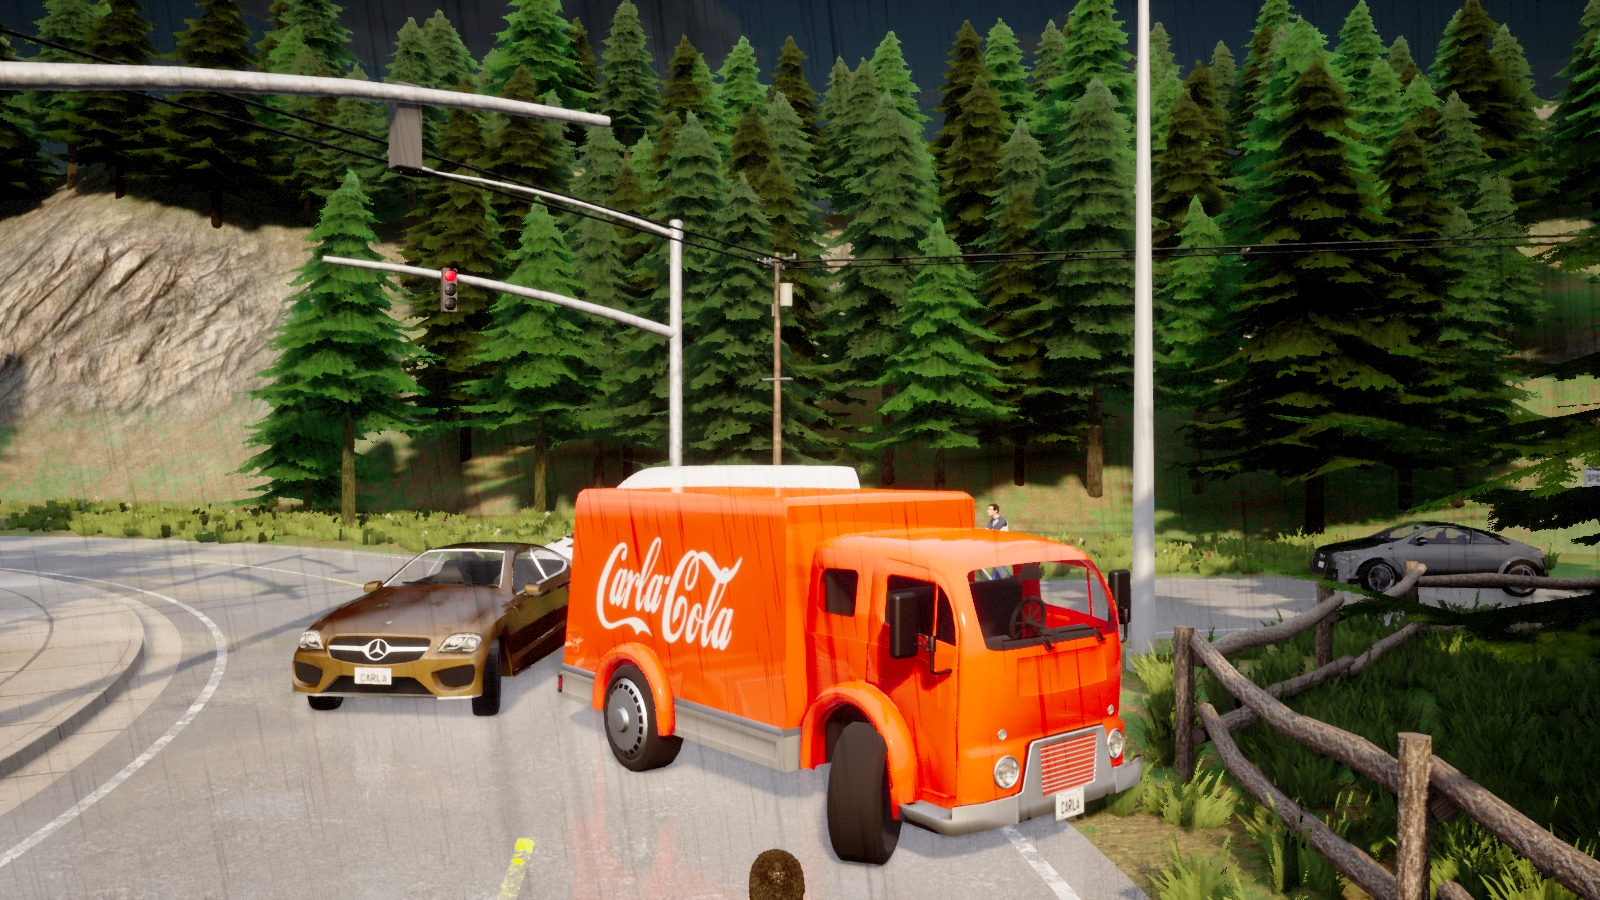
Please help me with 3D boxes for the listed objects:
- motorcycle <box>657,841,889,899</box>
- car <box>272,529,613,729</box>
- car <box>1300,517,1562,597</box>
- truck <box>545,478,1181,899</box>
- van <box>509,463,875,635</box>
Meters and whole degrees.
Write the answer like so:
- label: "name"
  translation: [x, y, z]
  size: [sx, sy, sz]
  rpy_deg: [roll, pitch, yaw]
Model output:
- label: "motorcycle"
  translation: [-0.074, 2.159, 3.526]
  size: [0.803, 1.199, 2.033]
  rpy_deg: [0, 0, -2]
- label: "car"
  translation: [-4.038, 1.970, 14.038]
  size: [2.152, 1.651, 5.027]
  rpy_deg: [0, 0, 6]
- label: "car"
  translation: [12.589, 2.119, 23.051]
  size: [4.181, 1.385, 1.994]
  rpy_deg: [0, 0, 6]
- label: "truck"
  translation: [0.202, 1.542, 9.769]
  size: [2.627, 2.467, 5.204]
  rpy_deg: [0, 0, -39]
- label: "van"
  translation: [-1.776, 1.528, 19.549]
  size: [5.915, 2.561, 1.988]
  rpy_deg: [0, 0, -27]
